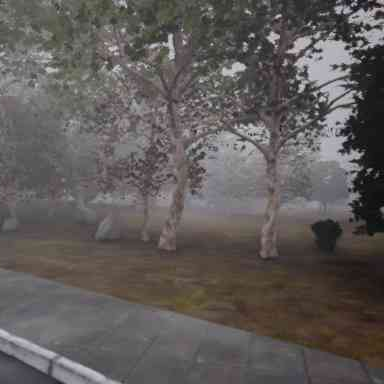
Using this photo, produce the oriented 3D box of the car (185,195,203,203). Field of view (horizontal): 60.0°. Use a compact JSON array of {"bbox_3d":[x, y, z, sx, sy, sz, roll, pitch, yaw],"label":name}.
[{"bbox_3d":[-0.153,1.966,92.999,2.435,2.045,5.566,5,1,42],"label":"car"}]
